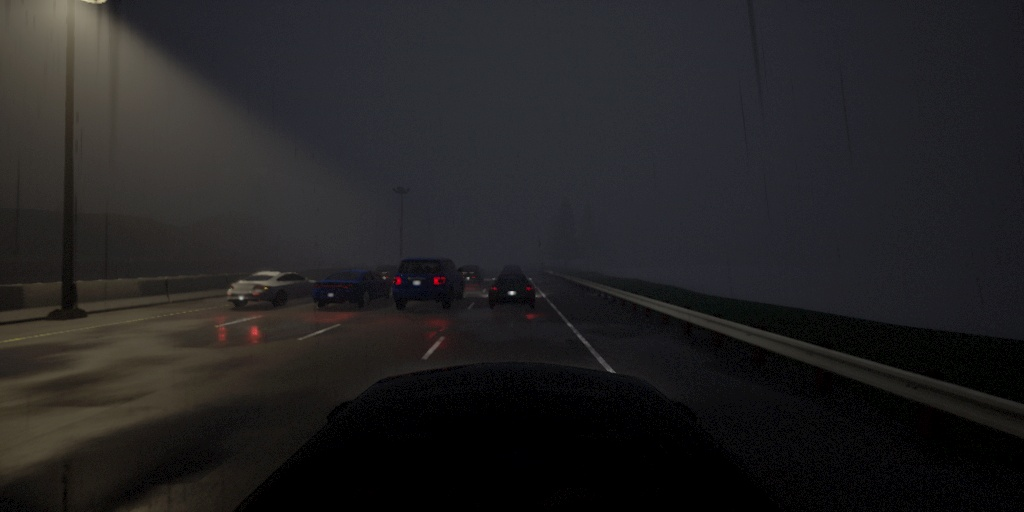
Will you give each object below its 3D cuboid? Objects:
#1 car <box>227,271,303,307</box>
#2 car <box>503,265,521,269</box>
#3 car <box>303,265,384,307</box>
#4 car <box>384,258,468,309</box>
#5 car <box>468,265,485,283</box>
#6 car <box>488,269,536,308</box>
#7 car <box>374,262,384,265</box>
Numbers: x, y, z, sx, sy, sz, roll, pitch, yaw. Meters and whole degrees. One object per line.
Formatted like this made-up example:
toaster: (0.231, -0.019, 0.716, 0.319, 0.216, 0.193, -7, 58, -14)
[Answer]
car: (-10.496, 1.412, 16.236, 1.812, 1.442, 4.674, 0, 0, 0)
car: (0.002, 1.507, 31.331, 1.882, 1.535, 5.008, 0, 0, 0)
car: (-6.995, 1.365, 16.334, 1.882, 1.535, 5.008, 0, 0, 0)
car: (-3.502, 1.100, 15.875, 2.150, 2.045, 5.566, 0, 0, 0)
car: (-3.501, 1.535, 31.169, 1.837, 1.490, 4.892, 0, 0, 0)
car: (0.004, 1.450, 16.169, 1.994, 1.385, 4.181, 0, 0, 0)
car: (-10.500, 1.535, 31.174, 1.837, 1.490, 4.892, 0, 0, 0)
